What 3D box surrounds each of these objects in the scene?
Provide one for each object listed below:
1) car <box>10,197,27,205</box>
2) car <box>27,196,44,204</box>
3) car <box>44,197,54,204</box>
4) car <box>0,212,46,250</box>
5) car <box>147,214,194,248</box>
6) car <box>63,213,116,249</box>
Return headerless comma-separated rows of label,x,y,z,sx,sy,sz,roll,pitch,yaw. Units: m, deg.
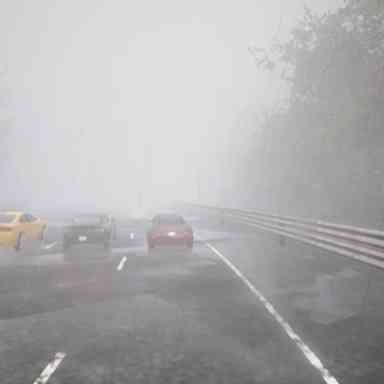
car,-41.525,2.260,78.523,4.181,1.385,1.994,0,-1,40
car,-39.185,1.951,81.126,5.566,2.045,2.150,0,-1,40
car,-36.775,2.099,83.668,4.553,1.767,2.097,0,-1,40
car,-8.069,1.618,14.885,1.882,1.535,5.008,0,0,-8
car,-1.111,1.710,15.667,1.994,1.385,4.181,0,0,-8
car,-4.589,1.669,15.281,1.812,1.442,4.674,0,0,-8
